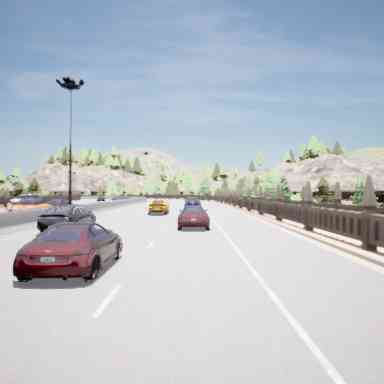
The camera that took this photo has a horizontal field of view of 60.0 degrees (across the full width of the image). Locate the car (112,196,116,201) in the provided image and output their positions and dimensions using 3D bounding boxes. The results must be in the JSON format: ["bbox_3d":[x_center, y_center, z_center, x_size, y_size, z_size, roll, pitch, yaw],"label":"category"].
[{"bbox_3d":[-19.143,1.715,84.087,2.033,1.411,5.357,0,0,-10],"label":"car"}]

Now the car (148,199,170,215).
[{"bbox_3d":[-3.403,1.493,34.846,1.882,1.535,5.008,0,0,0],"label":"car"}]

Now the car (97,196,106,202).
[{"bbox_3d":[-22.551,1.660,83.283,1.882,1.535,5.008,0,0,-10],"label":"car"}]

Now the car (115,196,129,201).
[{"bbox_3d":[-14.043,1.663,69.217,1.994,1.385,4.181,0,0,-1],"label":"car"}]

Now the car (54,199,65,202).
[{"bbox_3d":[-17.581,1.595,43.566,1.994,1.385,4.181,0,0,0],"label":"car"}]

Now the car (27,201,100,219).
[{"bbox_3d":[-6.901,1.493,18.703,2.128,1.511,4.902,0,0,0],"label":"car"}]

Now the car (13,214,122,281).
[{"bbox_3d":[-3.400,1.564,9.849,1.994,1.385,4.181,0,0,0],"label":"car"}]

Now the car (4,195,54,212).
[{"bbox_3d":[-14.097,1.360,28.626,2.097,1.767,4.553,0,0,0],"label":"car"}]

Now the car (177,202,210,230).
[{"bbox_3d":[0.097,1.567,21.403,1.994,1.385,4.181,0,0,0],"label":"car"}]

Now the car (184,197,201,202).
[{"bbox_3d":[0.096,1.379,42.125,2.097,1.767,4.553,0,0,0],"label":"car"}]
